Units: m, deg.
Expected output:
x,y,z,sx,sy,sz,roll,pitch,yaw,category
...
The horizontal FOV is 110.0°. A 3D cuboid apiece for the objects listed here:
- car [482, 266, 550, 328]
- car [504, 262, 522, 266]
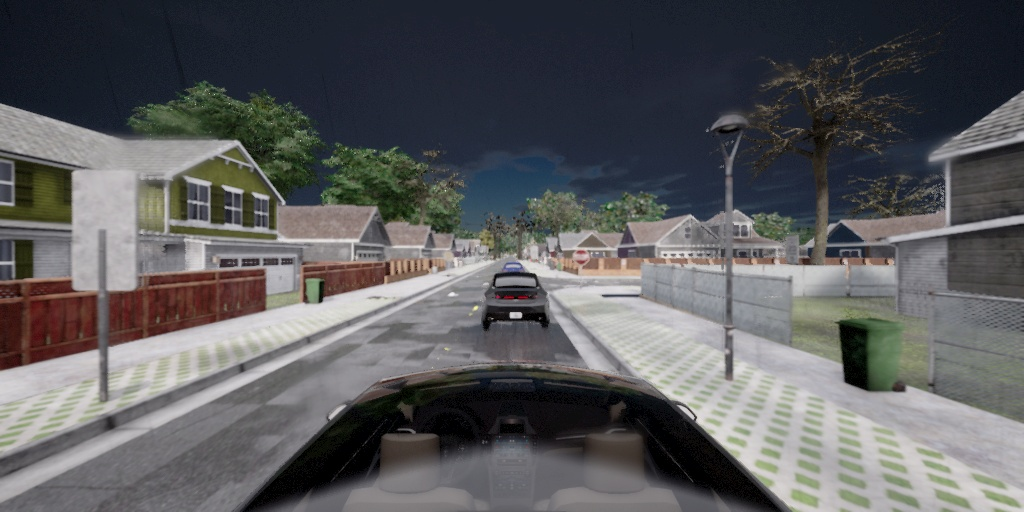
x,y,z,sx,sy,sz,roll,pitch,yaw,category
0.099,1.233,11.313,1.837,1.490,4.892,0,0,0,car
0.097,1.215,28.601,1.812,1.442,4.674,0,0,0,car
